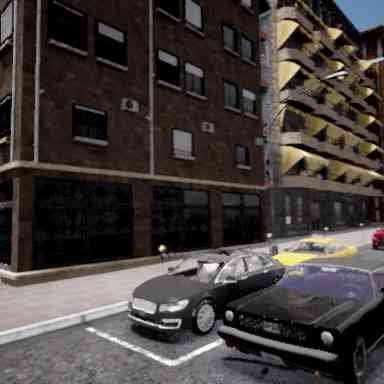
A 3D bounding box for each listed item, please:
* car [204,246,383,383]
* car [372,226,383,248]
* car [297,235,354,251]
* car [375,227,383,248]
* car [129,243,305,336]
[{"bbox_3d":[2.547,1.940,6.001,1.895,1.301,4.718,-5,-5,43],"label":"car"},{"bbox_3d":[12.138,2.583,19.769,1.887,1.381,4.507,-4,-5,44],"label":"car"},{"bbox_3d":[4.326,2.205,11.605,1.752,1.417,4.829,-4,-5,44],"label":"car"},{"bbox_3d":[8.853,2.107,12.616,1.882,1.535,5.008,-5,-5,44],"label":"car"},{"bbox_3d":[0.597,2.060,7.704,2.008,1.369,4.403,-4,-5,44],"label":"car"}]
